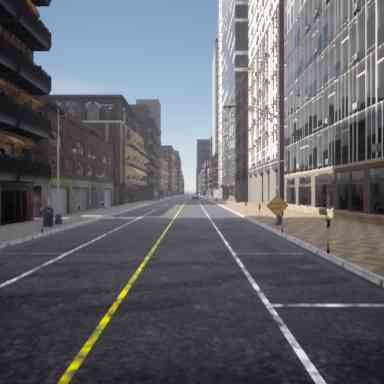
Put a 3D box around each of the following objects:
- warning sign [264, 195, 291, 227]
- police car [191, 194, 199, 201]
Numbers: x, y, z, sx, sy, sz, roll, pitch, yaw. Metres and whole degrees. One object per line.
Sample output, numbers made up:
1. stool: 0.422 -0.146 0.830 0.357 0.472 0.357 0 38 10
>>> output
1. warning sign: 5.067 1.101 19.743 1.300 1.860 1.060 0 0 0
2. police car: 0.900 1.478 89.854 1.930 1.638 5.238 0 0 0
